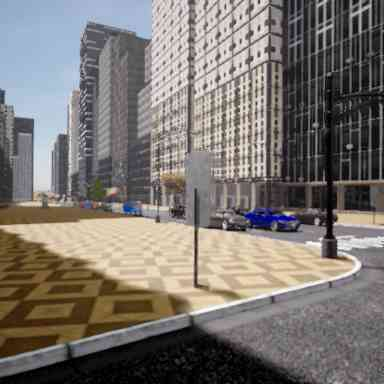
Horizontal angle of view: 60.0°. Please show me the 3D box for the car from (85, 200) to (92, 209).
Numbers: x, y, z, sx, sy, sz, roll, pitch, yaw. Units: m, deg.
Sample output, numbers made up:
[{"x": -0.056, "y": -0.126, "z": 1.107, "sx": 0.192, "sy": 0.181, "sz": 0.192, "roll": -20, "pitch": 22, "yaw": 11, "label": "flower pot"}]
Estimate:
[{"x": -20.187, "y": 2.864, "z": 68.786, "sx": 1.887, "sy": 1.381, "sz": 4.507, "roll": 0, "pitch": -1, "yaw": -26, "label": "car"}]

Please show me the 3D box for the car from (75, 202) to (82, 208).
[{"x": -27.675, "y": 3.201, "z": 83.904, "sx": 1.887, "sy": 1.381, "sz": 4.507, "roll": 0, "pitch": -1, "yaw": -26, "label": "car"}]

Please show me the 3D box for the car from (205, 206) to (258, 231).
[{"x": 2.277, "y": 1.903, "z": 23.425, "sx": 2.008, "sy": 1.369, "sz": 4.403, "roll": 0, "pitch": -1, "yaw": -26, "label": "car"}]

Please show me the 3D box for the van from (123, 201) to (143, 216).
[{"x": -7.710, "y": 2.114, "z": 43.590, "sx": 1.690, "sy": 1.788, "sz": 3.998, "roll": 0, "pitch": -1, "yaw": -26, "label": "van"}]

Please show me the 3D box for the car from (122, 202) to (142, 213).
[{"x": -9.836, "y": 2.479, "z": 53.965, "sx": 1.882, "sy": 1.535, "sz": 5.008, "roll": 1, "pitch": -2, "yaw": -26, "label": "car"}]

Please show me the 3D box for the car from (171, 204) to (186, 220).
[{"x": -0.697, "y": 2.106, "z": 35.297, "sx": 1.837, "sy": 1.490, "sz": 4.892, "roll": 1, "pitch": -1, "yaw": -26, "label": "car"}]

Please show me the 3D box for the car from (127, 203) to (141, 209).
[{"x": -12.677, "y": 2.991, "z": 72.503, "sx": 1.802, "sy": 1.307, "sz": 4.206, "roll": -1, "pitch": -1, "yaw": -26, "label": "car"}]

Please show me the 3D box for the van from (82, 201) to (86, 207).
[{"x": -22.686, "y": 2.772, "z": 73.828, "sx": 1.690, "sy": 1.788, "sz": 3.998, "roll": 0, "pitch": -1, "yaw": -26, "label": "van"}]

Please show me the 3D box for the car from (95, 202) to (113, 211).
[{"x": -15.195, "y": 2.649, "z": 58.706, "sx": 2.008, "sy": 1.369, "sz": 4.403, "roll": 0, "pitch": -1, "yaw": -26, "label": "car"}]

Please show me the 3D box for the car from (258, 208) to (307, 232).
[{"x": 5.363, "y": 1.874, "z": 23.054, "sx": 1.812, "sy": 1.442, "sz": 4.674, "roll": 1, "pitch": -1, "yaw": -26, "label": "car"}]

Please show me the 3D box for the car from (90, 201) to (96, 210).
[{"x": -17.617, "y": 2.730, "z": 63.594, "sx": 1.752, "sy": 1.417, "sz": 4.829, "roll": 0, "pitch": -1, "yaw": -26, "label": "car"}]

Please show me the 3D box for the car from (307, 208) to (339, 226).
[{"x": 9.787, "y": 1.992, "z": 27.143, "sx": 2.008, "sy": 1.369, "sz": 4.403, "roll": 0, "pitch": -1, "yaw": -26, "label": "car"}]
